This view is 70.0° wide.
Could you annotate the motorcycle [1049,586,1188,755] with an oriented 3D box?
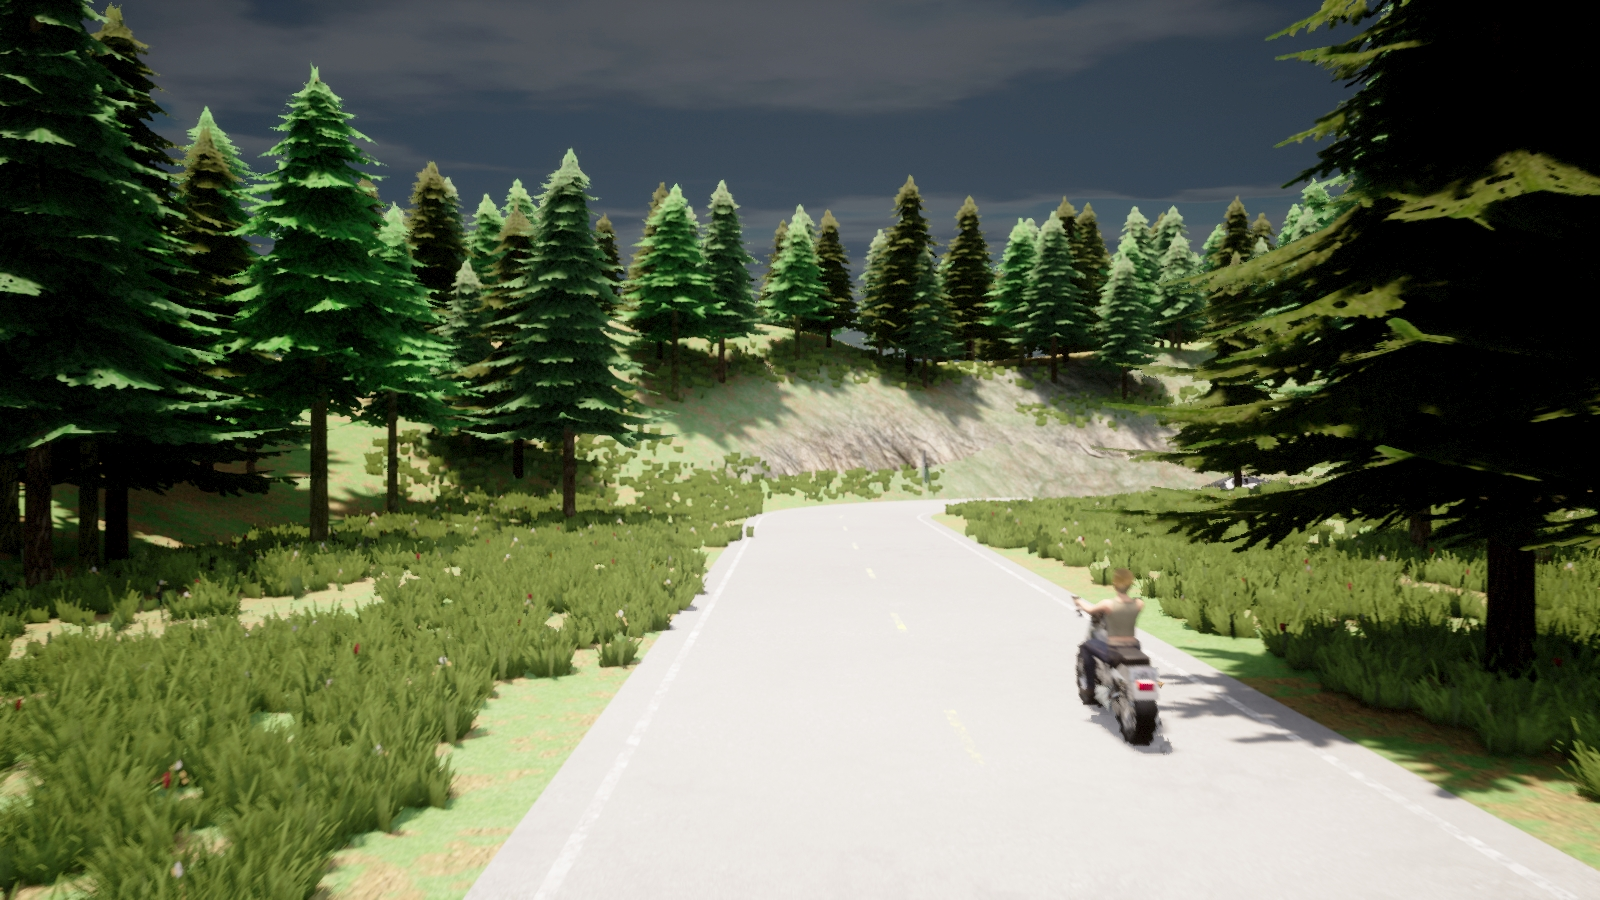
[{"bbox_3d":[3.186,2.162,11.670,0.764,1.277,2.356,0,0,0],"label":"motorcycle"}]
